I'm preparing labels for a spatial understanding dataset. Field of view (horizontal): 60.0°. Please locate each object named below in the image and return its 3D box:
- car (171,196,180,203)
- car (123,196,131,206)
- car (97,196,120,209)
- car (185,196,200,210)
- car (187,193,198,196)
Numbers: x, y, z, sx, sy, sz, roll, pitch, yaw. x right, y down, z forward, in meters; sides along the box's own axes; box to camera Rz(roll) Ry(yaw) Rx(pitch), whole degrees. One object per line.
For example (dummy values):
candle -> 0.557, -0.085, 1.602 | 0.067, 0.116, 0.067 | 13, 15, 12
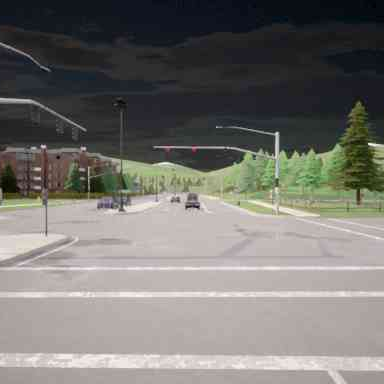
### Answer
car -> -3.403, 1.491, 68.942 | 2.128, 1.511, 4.902 | 0, 0, 0
car -> -11.466, 1.505, 55.931 | 1.837, 1.490, 4.892 | 0, 0, 1
car -> -11.490, 1.352, 45.661 | 2.097, 1.767, 4.553 | 0, 0, 1
car -> 0.061, 1.601, 43.533 | 1.895, 1.301, 4.718 | 0, 0, 0
car -> 0.097, 1.221, 68.969 | 2.150, 2.045, 5.566 | 0, 0, 0
